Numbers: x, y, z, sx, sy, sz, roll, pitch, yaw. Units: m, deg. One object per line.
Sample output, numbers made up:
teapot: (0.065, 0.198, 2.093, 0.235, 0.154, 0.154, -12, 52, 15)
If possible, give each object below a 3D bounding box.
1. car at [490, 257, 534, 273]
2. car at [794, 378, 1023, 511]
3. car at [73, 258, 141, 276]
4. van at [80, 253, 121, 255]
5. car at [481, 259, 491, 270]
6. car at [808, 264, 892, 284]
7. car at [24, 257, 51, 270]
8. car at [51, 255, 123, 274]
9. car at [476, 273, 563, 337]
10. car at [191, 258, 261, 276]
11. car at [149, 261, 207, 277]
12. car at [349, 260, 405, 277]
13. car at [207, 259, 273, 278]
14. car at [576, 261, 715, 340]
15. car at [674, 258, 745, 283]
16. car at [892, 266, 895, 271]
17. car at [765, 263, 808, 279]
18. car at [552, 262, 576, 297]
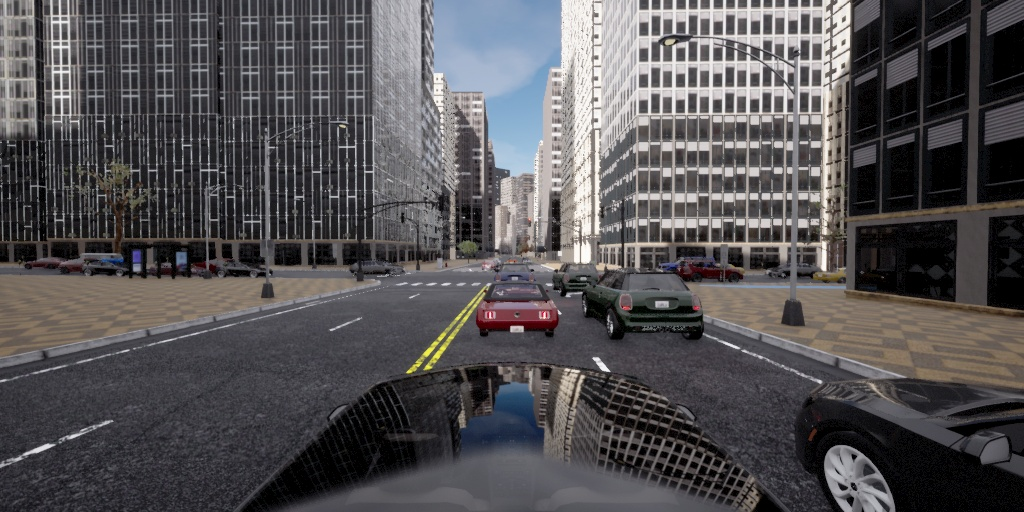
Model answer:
car: (0.135, 1.092, 19.223, 2.097, 1.767, 4.553, 0, 0, 0)
car: (3.343, 1.255, 1.078, 1.837, 1.490, 4.892, 0, 0, 0)
car: (-34.038, 1.070, 30.660, 4.313, 1.339, 1.948, 0, 0, 1)
van: (-45.211, 0.605, 39.344, 3.998, 1.789, 1.690, 0, 0, 1)
car: (-3.229, 1.241, 50.698, 1.812, 1.442, 4.674, 0, 0, 0)
car: (27.698, 1.579, 29.500, 4.829, 1.417, 1.751, 0, 0, 1)
car: (-50.893, 0.794, 39.471, 4.207, 1.307, 1.802, 0, 0, 1)
car: (-39.317, 0.939, 33.415, 4.674, 1.442, 1.812, 1, 1, 2)
car: (0.115, 1.347, 10.229, 1.895, 1.301, 4.718, 0, 0, 0)
car: (-26.324, 1.009, 33.121, 5.008, 1.535, 1.882, 1, 1, 1)
car: (-28.357, 1.138, 30.475, 4.207, 1.307, 1.802, 0, 0, 1)
car: (-12.448, 1.143, 33.172, 4.902, 1.511, 2.128, 0, 1, -5)
car: (-22.674, 1.174, 30.330, 4.313, 1.339, 1.948, 0, 0, 1)
car: (3.359, 1.098, 10.133, 2.097, 1.767, 4.553, 0, 0, 0)
car: (16.250, 1.269, 29.721, 5.009, 1.841, 2.192, 0, 0, 1)
car: (33.168, 1.684, 29.395, 4.207, 1.307, 1.802, 0, 0, 1)
car: (27.638, 1.452, 35.274, 4.902, 1.511, 2.128, 1, 1, 1)
car: (3.384, 1.093, 19.070, 2.097, 1.767, 4.553, 0, 0, 0)
